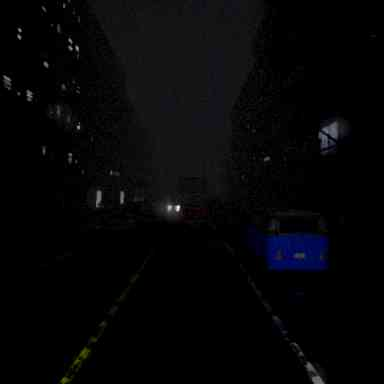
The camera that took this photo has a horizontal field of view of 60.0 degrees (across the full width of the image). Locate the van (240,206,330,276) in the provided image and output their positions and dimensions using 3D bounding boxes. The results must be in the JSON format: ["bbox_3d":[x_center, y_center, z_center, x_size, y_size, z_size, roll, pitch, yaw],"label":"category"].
[{"bbox_3d":[2.692,1.358,10.139,1.690,1.788,3.998,0,0,0],"label":"van"}]

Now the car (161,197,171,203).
[{"bbox_3d":[-5.689,1.685,72.143,1.802,1.307,4.206,0,0,0],"label":"car"}]

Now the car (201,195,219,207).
[{"bbox_3d":[2.693,1.383,43.957,2.192,1.841,5.009,0,0,0],"label":"car"}]

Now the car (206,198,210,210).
[{"bbox_3d":[2.692,1.603,32.683,2.008,1.369,4.403,0,0,0],"label":"car"}]

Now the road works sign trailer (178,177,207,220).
[{"bbox_3d":[0.000,0.510,28.182,2.380,3.560,2.880,0,0,0],"label":"road works sign trailer"}]

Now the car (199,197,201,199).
[{"bbox_3d":[2.693,1.652,94.854,1.752,1.417,4.829,0,0,0],"label":"car"}]

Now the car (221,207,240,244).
[{"bbox_3d":[2.691,1.593,15.775,1.947,1.339,4.313,0,0,0],"label":"car"}]

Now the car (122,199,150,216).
[{"bbox_3d":[-5.689,1.619,32.687,1.947,1.339,4.313,0,0,0],"label":"car"}]

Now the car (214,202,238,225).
[{"bbox_3d":[2.692,1.580,21.411,1.887,1.381,4.507,0,0,0],"label":"car"}]

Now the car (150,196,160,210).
[{"bbox_3d":[-5.689,1.593,43.790,1.752,1.417,4.829,0,0,0],"label":"car"}]

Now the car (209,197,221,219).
[{"bbox_3d":[2.692,1.484,27.048,1.967,1.590,4.097,0,0,0],"label":"car"}]

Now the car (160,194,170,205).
[{"bbox_3d":[-5.688,1.529,60.871,1.967,1.590,4.097,0,0,0],"label":"car"}]

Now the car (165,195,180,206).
[{"bbox_3d":[-3.058,1.685,57.164,1.895,1.301,4.718,0,0,1],"label":"car"}]
